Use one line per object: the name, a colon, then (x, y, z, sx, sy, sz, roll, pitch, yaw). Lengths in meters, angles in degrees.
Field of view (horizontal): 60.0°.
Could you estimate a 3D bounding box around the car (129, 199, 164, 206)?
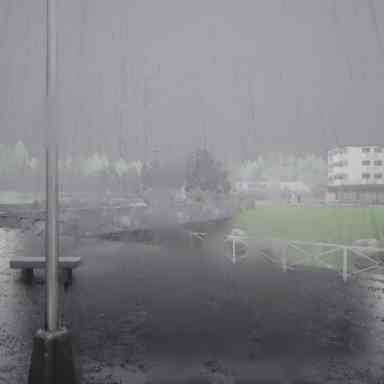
car: (-5.658, 1.601, 42.362, 1.895, 1.301, 4.718, 0, 0, 35)
